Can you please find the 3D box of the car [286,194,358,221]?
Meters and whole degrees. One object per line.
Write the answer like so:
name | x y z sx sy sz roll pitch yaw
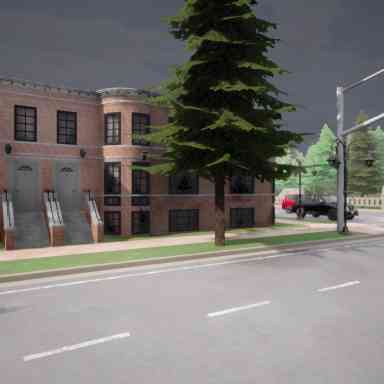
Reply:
car | 10.933 1.221 27.782 2.150 2.045 5.566 0 0 -28

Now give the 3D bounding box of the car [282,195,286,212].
car | 11.598 1.221 33.556 2.150 2.045 5.566 0 0 -30
